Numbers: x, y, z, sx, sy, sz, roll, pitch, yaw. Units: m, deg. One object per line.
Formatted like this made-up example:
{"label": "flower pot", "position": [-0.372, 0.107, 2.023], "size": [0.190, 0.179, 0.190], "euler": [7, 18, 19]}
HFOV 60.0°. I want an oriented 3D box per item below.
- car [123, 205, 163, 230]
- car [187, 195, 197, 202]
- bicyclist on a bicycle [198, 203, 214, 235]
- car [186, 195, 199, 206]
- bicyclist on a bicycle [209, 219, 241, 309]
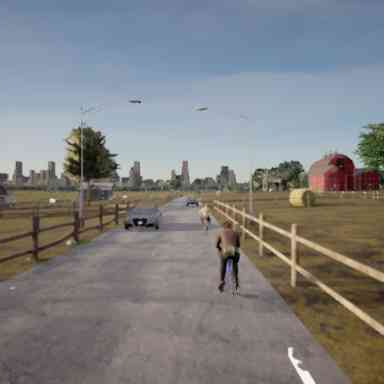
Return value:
{"label": "car", "position": [-2.856, 1.490, 20.279], "size": [1.994, 1.385, 4.181], "euler": [0, 0, 0]}
{"label": "car", "position": [-0.023, 1.443, 73.844], "size": [1.994, 1.385, 4.181], "euler": [0, 0, 0]}
{"label": "bicyclist on a bicycle", "position": [0.726, 1.371, 17.386], "size": [0.866, 1.612, 1.509], "euler": [0, 0, 0]}
{"label": "car", "position": [0.084, 1.437, 53.603], "size": [2.033, 1.411, 5.357], "euler": [0, 0, 0]}
{"label": "bicyclist on a bicycle", "position": [0.752, 1.424, 6.864], "size": [0.582, 1.620, 1.656], "euler": [0, 0, 0]}
